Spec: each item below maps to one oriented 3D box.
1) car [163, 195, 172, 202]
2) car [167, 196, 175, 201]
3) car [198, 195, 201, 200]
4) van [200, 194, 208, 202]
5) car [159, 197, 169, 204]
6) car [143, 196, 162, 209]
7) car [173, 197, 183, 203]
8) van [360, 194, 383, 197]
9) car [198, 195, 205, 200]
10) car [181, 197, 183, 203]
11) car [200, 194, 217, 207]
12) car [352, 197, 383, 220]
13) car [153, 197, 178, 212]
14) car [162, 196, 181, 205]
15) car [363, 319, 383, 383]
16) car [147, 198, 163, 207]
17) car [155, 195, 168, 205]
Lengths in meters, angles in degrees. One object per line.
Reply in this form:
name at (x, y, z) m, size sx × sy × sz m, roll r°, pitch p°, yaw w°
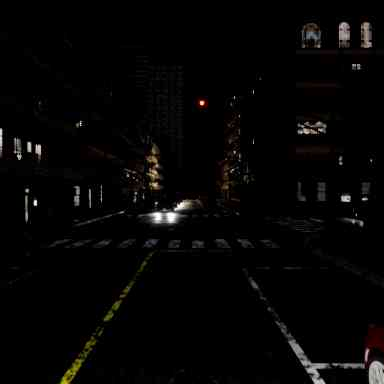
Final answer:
car at (-5.623, 1.563, 78.281) m, size 1.752 × 1.417 × 4.829 m, roll -1°, pitch 0°, yaw 0°
car at (-5.611, 1.633, 89.507) m, size 1.802 × 1.307 × 4.206 m, roll -1°, pitch 0°, yaw 0°
car at (2.747, 1.578, 67.381) m, size 2.008 × 1.369 × 4.403 m, roll -1°, pitch 0°, yaw 0°
van at (2.756, 1.379, 78.437) m, size 1.690 × 1.788 × 3.998 m, roll -1°, pitch 0°, yaw 0°
car at (-5.633, 1.609, 67.395) m, size 1.802 × 1.307 × 4.206 m, roll -1°, pitch 0°, yaw 0°
car at (-5.655, 1.561, 45.284) m, size 2.008 × 1.369 × 4.403 m, roll 0°, pitch 0°, yaw 0°
car at (-2.934, 1.630, 69.283) m, size 1.895 × 1.301 × 4.718 m, roll 0°, pitch 0°, yaw 0°
van at (15.666, 1.036, 27.357) m, size 3.998 × 1.788 × 1.690 m, roll -1°, pitch 1°, yaw -1°
car at (2.774, 1.603, 95.021) m, size 1.887 × 1.381 × 4.507 m, roll -1°, pitch 0°, yaw 0°
car at (-3.022, 1.621, 58.719) m, size 1.895 × 1.301 × 4.718 m, roll 0°, pitch 0°, yaw 0°
car at (2.730, 1.454, 50.798) m, size 1.967 × 1.590 × 4.097 m, roll -1°, pitch 0°, yaw 0°
car at (14.892, 1.276, 24.759) m, size 5.357 × 1.411 × 2.033 m, roll -1°, pitch 0°, yaw 1°
car at (-3.063, 1.607, 39.348) m, size 1.895 × 1.301 × 4.718 m, roll 0°, pitch 0°, yaw 0°
car at (-3.051, 1.517, 48.745) m, size 1.837 × 1.490 × 4.892 m, roll 0°, pitch 0°, yaw 0°
car at (2.682, 1.544, 1.799) m, size 1.887 × 1.381 × 4.507 m, roll 0°, pitch 0°, yaw 0°
car at (-5.650, 1.580, 50.811) m, size 1.947 × 1.339 × 4.313 m, roll 0°, pitch 0°, yaw 0°
car at (-5.640, 1.463, 61.867) m, size 1.967 × 1.590 × 4.097 m, roll -1°, pitch 0°, yaw 0°
